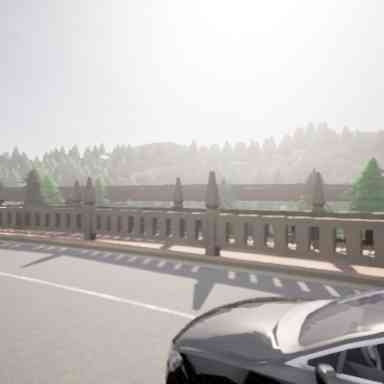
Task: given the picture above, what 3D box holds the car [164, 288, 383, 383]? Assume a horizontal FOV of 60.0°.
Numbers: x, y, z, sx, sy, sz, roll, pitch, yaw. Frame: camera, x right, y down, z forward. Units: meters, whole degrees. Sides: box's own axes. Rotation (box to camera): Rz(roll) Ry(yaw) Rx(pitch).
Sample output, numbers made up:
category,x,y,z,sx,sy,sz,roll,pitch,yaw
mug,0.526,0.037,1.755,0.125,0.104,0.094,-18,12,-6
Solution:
category,x,y,z,sx,sy,sz,roll,pitch,yaw
car,1.965,1.475,2.396,4.902,1.511,2.128,0,0,35
